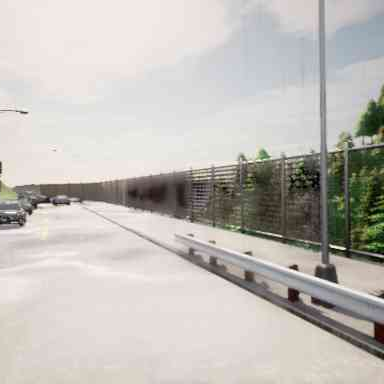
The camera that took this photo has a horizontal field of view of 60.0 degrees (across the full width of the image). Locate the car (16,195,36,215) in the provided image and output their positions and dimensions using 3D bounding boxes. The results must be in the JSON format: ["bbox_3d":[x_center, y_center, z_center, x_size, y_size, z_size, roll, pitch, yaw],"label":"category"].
[{"bbox_3d":[-15.839,1.341,30.779,1.812,1.442,4.674,-2,1,-23],"label":"car"}]

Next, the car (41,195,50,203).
[{"bbox_3d":[-25.241,1.190,53.231,5.357,1.411,2.033,-1,1,17],"label":"car"}]

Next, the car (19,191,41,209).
[{"bbox_3d":[-19.947,0.964,40.337,2.150,2.045,5.566,-2,1,-24],"label":"car"}]

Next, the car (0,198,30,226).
[{"bbox_3d":[-11.912,1.388,21.695,1.837,1.490,4.892,-2,1,-23],"label":"car"}]

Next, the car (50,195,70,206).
[{"bbox_3d":[-18.175,1.169,46.265,1.994,1.385,4.181,-2,1,-28],"label":"car"}]
